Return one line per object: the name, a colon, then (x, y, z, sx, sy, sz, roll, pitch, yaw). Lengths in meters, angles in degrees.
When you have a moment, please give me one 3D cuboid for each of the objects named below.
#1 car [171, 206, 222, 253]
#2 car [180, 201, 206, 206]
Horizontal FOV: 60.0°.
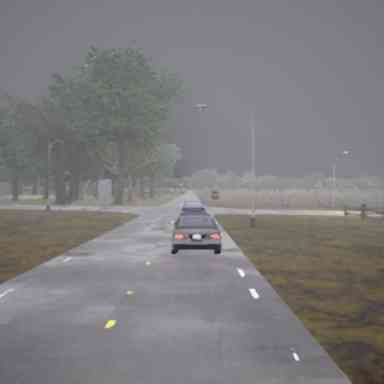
car: (0.109, 1.523, 13.476, 2.033, 1.411, 5.357, 0, 0, -1)
car: (0.096, 1.426, 25.998, 1.882, 1.535, 5.008, 0, 0, 0)
